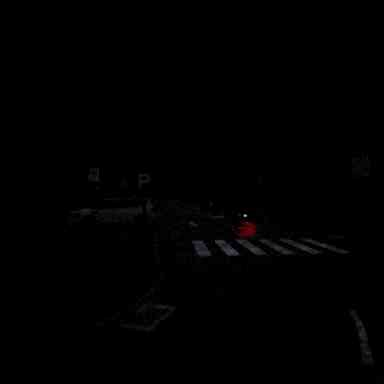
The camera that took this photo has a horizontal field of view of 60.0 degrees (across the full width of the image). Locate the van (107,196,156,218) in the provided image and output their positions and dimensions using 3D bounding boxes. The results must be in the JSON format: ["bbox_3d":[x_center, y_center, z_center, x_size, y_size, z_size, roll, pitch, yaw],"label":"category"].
[{"bbox_3d":[-6.068,1.481,33.326,4.442,1.987,1.878,-1,0,-25],"label":"van"}]

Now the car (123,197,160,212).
[{"bbox_3d":[-6.876,1.648,45.365,4.553,1.767,2.185,-1,0,-24],"label":"car"}]

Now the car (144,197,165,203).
[{"bbox_3d":[-10.276,2.136,90.319,5.366,1.575,1.946,-1,-1,-25],"label":"car"}]

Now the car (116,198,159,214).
[{"bbox_3d":[-6.470,1.614,39.361,4.553,1.767,2.185,-1,0,-25],"label":"car"}]

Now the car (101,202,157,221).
[{"bbox_3d":[-5.723,1.727,30.386,4.674,1.452,2.002,-1,0,-25],"label":"car"}]

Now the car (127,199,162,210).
[{"bbox_3d":[-7.347,1.842,51.361,4.792,1.488,2.163,-1,-1,-25],"label":"car"}]

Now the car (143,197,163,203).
[{"bbox_3d":[-10.207,2.114,87.250,4.892,1.521,2.231,-1,-1,-25],"label":"car"}]

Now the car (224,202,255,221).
[{"bbox_3d":[3.980,1.612,28.452,1.837,1.490,4.892,0,0,-4],"label":"car"}]

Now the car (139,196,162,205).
[{"bbox_3d":[-9.034,1.850,72.286,4.553,1.767,2.185,-1,-1,-24],"label":"car"}]

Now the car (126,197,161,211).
[{"bbox_3d":[-7.109,1.667,48.357,4.553,1.767,2.185,-1,0,-24],"label":"car"}]

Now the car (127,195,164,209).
[{"bbox_3d":[-7.585,1.582,54.353,5.566,2.045,2.435,-1,-1,-24],"label":"car"}]

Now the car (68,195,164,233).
[{"bbox_3d":[-5.008,1.385,21.381,5.566,2.045,2.435,-1,0,-25],"label":"car"}]

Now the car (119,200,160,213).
[{"bbox_3d":[-6.672,1.797,42.362,4.674,1.452,2.002,-1,-1,-24],"label":"car"}]

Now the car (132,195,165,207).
[{"bbox_3d":[-8.294,1.649,63.342,5.566,2.045,2.435,-1,-1,-25],"label":"car"}]

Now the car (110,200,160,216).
[{"bbox_3d":[-6.190,1.721,36.370,5.008,1.535,2.097,-1,0,-25],"label":"car"}]

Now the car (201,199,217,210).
[{"bbox_3d":[2.402,1.768,47.764,2.033,1.411,5.357,0,0,-5],"label":"car"}]

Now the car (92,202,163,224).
[{"bbox_3d":[-5.306,1.664,27.468,5.366,1.575,1.946,-1,-1,-25],"label":"car"}]
